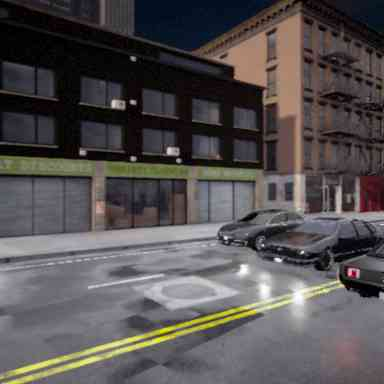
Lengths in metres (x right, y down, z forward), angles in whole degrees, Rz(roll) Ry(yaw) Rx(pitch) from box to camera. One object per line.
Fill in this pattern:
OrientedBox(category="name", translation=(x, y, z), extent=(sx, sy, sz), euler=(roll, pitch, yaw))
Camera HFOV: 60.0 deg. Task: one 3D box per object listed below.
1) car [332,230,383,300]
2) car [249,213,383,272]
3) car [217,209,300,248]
OrientedBox(category="car", translation=(5.316, 1.599, 7.232), extent=(4.718, 1.301, 1.895), euler=(0, 0, -36))
OrientedBox(category="car", translation=(4.616, 1.545, 10.970), extent=(5.357, 1.411, 2.033), euler=(0, 0, -35))
OrientedBox(category="car", translation=(3.261, 1.502, 13.993), extent=(4.892, 1.490, 1.837), euler=(0, 0, -35))
